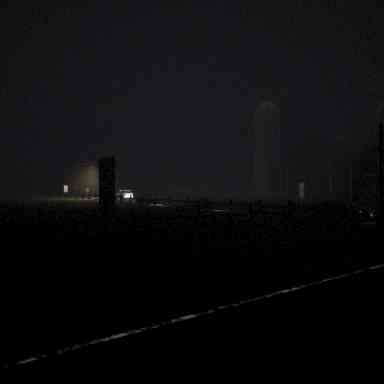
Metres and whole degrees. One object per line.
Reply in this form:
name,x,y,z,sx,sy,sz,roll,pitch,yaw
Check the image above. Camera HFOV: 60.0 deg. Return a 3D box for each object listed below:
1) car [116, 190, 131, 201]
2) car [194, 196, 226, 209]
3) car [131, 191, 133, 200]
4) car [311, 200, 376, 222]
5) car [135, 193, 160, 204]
car,-13.645,0.621,66.063,2.150,2.045,5.566,-1,1,-36
car,2.017,1.246,39.511,1.812,1.442,4.674,-1,1,-36
car,-8.308,0.982,58.711,2.128,1.511,4.902,-1,1,-36
car,11.510,1.374,25.635,2.128,1.511,4.902,0,1,-29
car,-6.648,1.142,51.537,1.994,1.385,4.181,-1,1,-35
